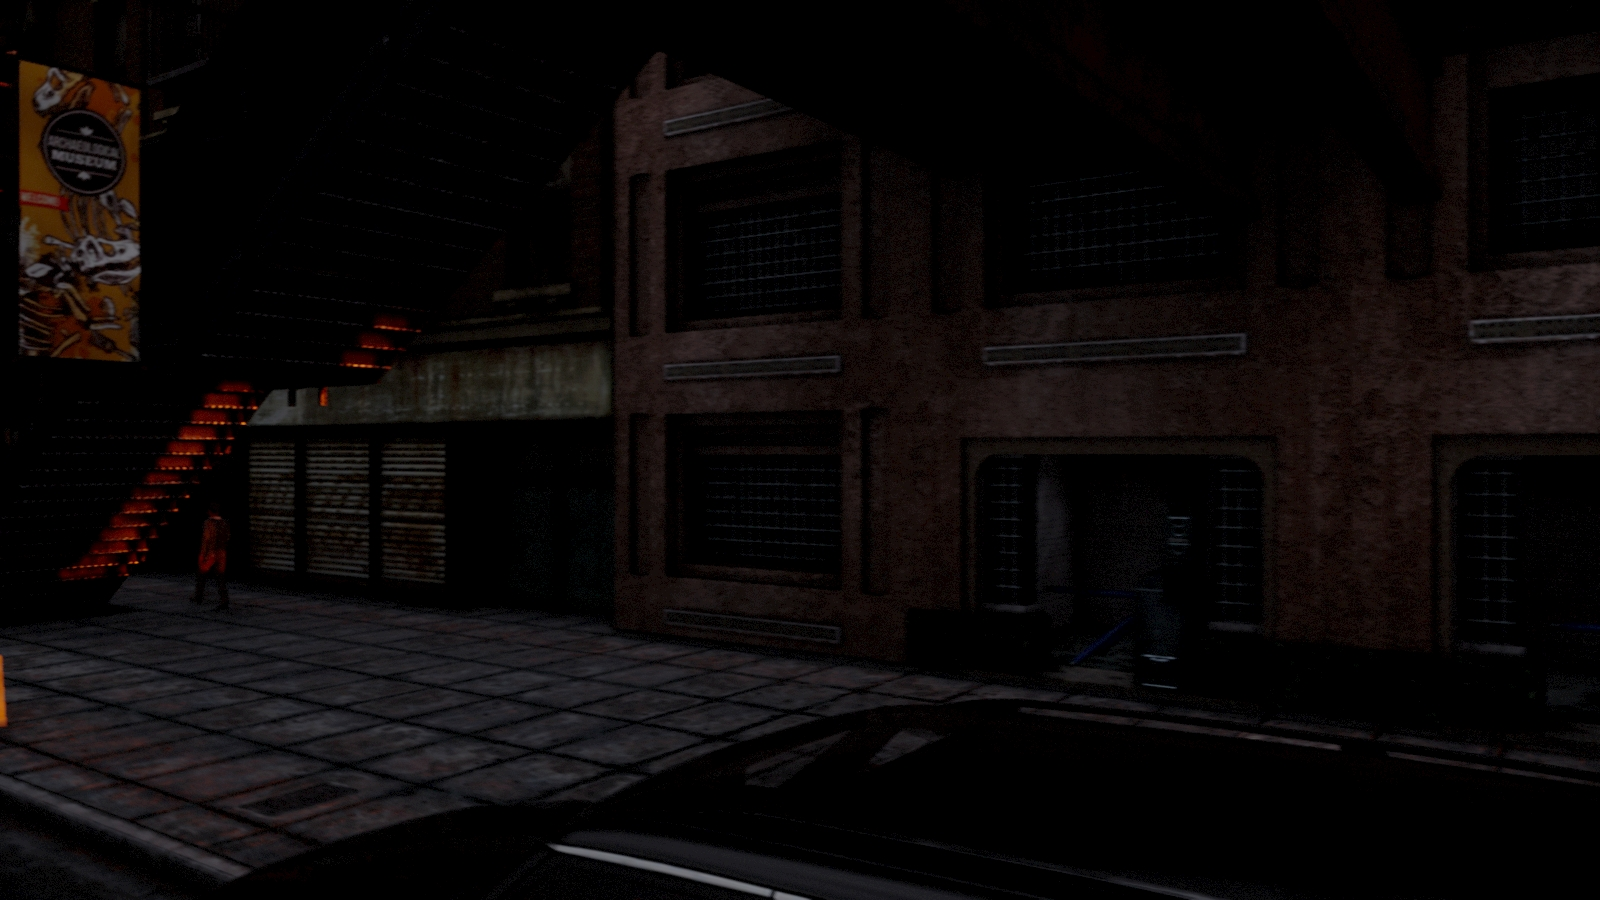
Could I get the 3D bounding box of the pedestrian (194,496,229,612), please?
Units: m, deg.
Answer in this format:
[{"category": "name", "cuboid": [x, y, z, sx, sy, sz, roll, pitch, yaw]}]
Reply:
[{"category": "pedestrian", "cuboid": [-9.702, 1.696, 18.837, 0.375, 1.860, 0.375, 0, 0, 34]}]
